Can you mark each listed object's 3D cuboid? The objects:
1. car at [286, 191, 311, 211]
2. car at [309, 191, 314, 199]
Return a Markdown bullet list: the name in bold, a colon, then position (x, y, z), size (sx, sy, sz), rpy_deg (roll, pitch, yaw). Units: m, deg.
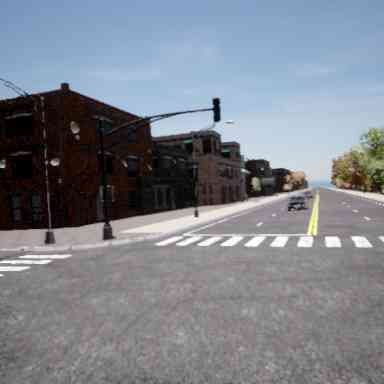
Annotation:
- **car**: position (10.698, 1.099, 33.639), size (1.837, 1.490, 4.892), rpy_deg (-3, 2, 21)
- **car**: position (22.264, 0.531, 64.036), size (1.812, 1.442, 4.674), rpy_deg (-3, 0, 21)
